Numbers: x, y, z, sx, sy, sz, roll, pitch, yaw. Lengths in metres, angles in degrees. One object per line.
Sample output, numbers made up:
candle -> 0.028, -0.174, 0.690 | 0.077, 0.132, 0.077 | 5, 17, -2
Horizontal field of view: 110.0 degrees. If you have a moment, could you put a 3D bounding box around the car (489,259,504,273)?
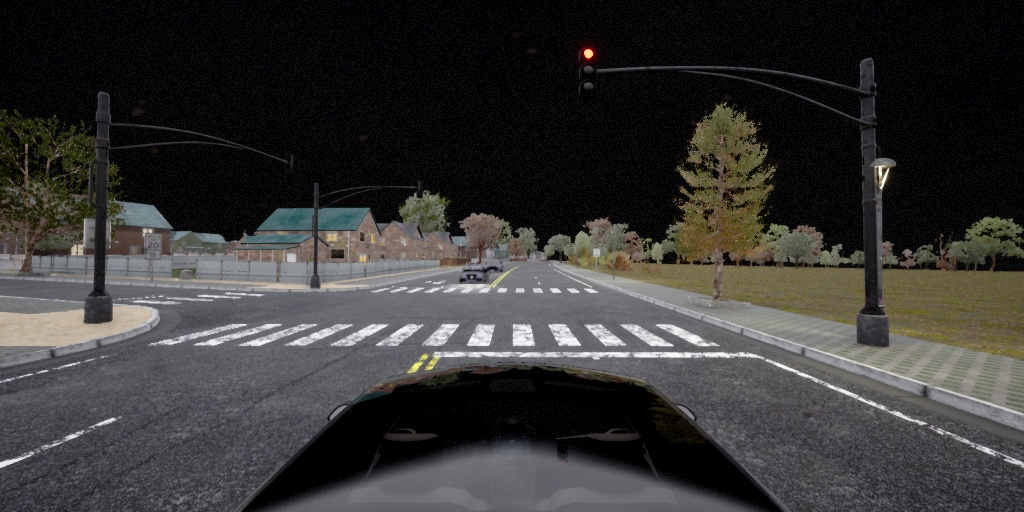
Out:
car -> -2.175, 1.149, 44.165 | 2.097, 1.767, 4.553 | 0, 0, 3

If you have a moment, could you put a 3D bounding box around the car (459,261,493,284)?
car -> -2.826, 1.346, 27.579 | 1.994, 1.385, 4.181 | 0, 0, 2
